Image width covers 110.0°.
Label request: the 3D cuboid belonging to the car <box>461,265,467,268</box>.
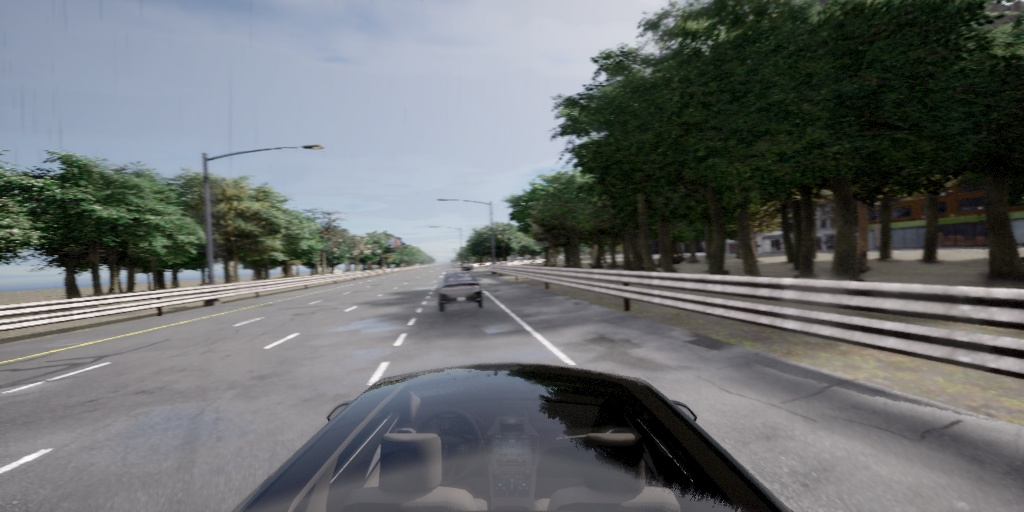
[{"bbox_3d":[-6.278,2.045,39.122,1.895,1.301,4.718,-3,-1,-10],"label":"car"}]

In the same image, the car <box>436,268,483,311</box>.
[{"bbox_3d":[-2.407,1.511,16.426,2.128,1.511,4.902,-3,-1,-10],"label":"car"}]
